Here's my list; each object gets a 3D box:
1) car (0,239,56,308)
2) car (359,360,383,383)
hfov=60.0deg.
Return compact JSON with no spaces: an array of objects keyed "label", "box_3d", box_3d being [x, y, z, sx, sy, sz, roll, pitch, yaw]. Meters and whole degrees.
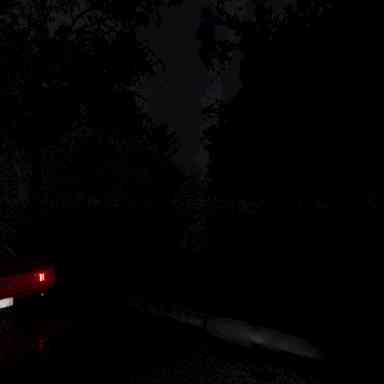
[{"label":"car","box_3d":[-4.993,1.611,6.964,4.718,1.301,1.895,0,0,36]},{"label":"car","box_3d":[3.162,1.504,1.122,4.892,1.490,1.837,0,0,35]}]
